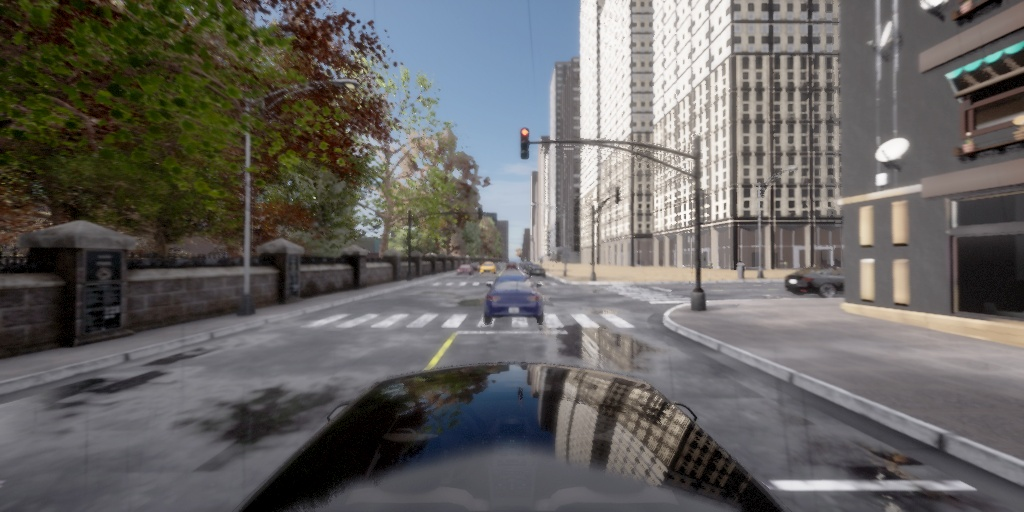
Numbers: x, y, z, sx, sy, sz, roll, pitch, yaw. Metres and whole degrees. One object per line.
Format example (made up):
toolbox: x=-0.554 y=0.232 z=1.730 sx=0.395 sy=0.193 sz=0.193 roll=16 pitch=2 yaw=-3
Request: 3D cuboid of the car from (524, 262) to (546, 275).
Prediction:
car: x=2.655 y=1.642 z=38.640 sx=1.948 sy=1.339 sz=4.313 roll=0 pitch=0 yaw=0

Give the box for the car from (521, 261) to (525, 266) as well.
car: x=2.646 y=1.746 z=49.905 sx=1.948 sy=1.339 sz=4.313 roll=0 pitch=0 yaw=0

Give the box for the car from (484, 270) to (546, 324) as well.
car: x=0.063 y=1.367 z=12.333 sx=1.812 sy=1.442 sz=4.674 roll=0 pitch=0 yaw=0

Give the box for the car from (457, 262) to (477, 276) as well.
car: x=-5.730 y=1.711 z=44.265 sx=1.802 sy=1.307 sz=4.207 roll=0 pitch=0 yaw=0

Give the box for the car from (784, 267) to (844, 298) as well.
car: x=14.671 y=1.147 z=16.072 sx=4.313 sy=1.339 sz=1.948 roll=0 pitch=0 yaw=0

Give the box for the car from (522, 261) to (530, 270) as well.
car: x=2.651 y=1.694 z=44.272 sx=1.948 sy=1.339 sz=4.313 roll=0 pitch=0 yaw=0

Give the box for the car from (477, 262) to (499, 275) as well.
car: x=-3.127 y=1.638 z=47.682 sx=1.882 sy=1.535 sz=5.008 roll=0 pitch=0 yaw=0
